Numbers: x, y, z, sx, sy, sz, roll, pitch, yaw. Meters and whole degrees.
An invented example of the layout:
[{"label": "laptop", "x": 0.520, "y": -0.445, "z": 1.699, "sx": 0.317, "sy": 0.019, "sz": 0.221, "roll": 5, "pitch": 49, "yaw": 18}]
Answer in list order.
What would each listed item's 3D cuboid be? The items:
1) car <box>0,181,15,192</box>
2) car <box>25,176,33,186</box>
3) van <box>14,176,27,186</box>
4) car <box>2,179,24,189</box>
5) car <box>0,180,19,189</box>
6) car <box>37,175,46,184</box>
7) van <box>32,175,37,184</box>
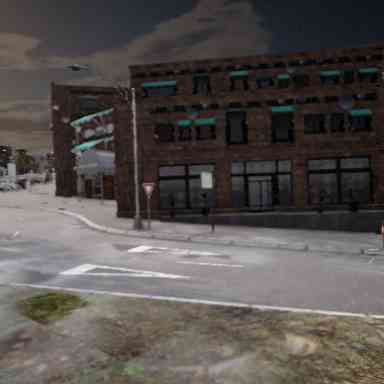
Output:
[{"label": "car", "x": -35.219, "y": -0.648, "z": 59.814, "sx": 4.892, "sy": 1.521, "sz": 2.231, "roll": -3, "pitch": 6, "yaw": -33}, {"label": "car", "x": -37.953, "y": -1.938, "z": 71.599, "sx": 5.566, "sy": 2.045, "sz": 2.435, "roll": -3, "pitch": 6, "yaw": -33}, {"label": "van", "x": -37.155, "y": -1.660, "z": 68.730, "sx": 4.442, "sy": 1.987, "sz": 1.878, "roll": -3, "pitch": 6, "yaw": -33}, {"label": "car", "x": -36.726, "y": -1.163, "z": 65.625, "sx": 5.366, "sy": 1.575, "sz": 1.946, "roll": -3, "pitch": 6, "yaw": -33}, {"label": "car", "x": -35.888, "y": -0.869, "z": 62.774, "sx": 4.674, "sy": 1.452, "sz": 2.002, "roll": -3, "pitch": 6, "yaw": -33}, {"label": "car", "x": -40.633, "y": -2.981, "z": 83.468, "sx": 5.566, "sy": 2.045, "sz": 2.435, "roll": -3, "pitch": 6, "yaw": -33}, {"label": "van", "x": -39.389, "y": -2.428, "z": 77.470, "sx": 4.442, "sy": 1.987, "sz": 1.878, "roll": -3, "pitch": 6, "yaw": -33}]
